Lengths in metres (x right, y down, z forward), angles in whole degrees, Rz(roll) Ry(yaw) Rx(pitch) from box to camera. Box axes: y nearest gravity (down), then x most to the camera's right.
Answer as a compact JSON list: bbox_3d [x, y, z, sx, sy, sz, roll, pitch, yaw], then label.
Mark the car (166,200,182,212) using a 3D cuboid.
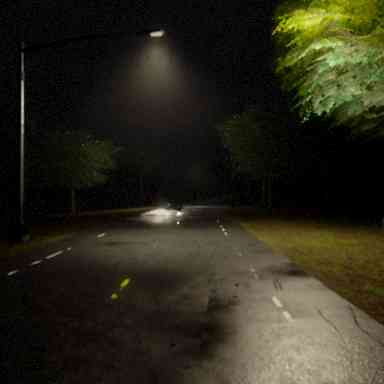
[{"bbox_3d":[-2.412,1.915,45.269,1.837,1.490,4.892,0,-1,3],"label":"car"}]
